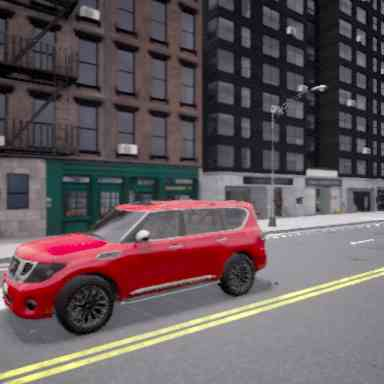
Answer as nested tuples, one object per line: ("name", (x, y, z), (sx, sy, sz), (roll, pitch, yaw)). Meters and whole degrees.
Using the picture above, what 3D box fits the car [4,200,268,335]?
("car", (-0.812, 1.221, 7.102), (5.566, 2.045, 2.150), (0, 0, -36))

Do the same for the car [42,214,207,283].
("car", (-1.932, 1.525, 10.276), (4.674, 1.442, 1.812), (0, 0, -36))
